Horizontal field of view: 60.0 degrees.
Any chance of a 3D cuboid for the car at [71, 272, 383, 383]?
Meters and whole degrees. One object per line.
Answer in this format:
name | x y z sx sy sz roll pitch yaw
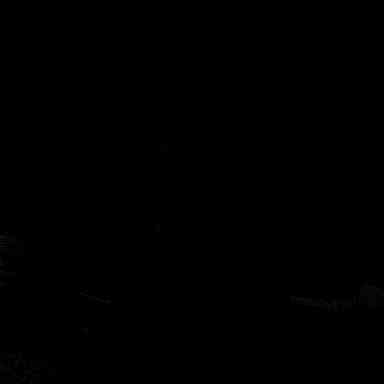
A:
car | 0.860 1.526 3.074 4.674 1.442 1.812 0 0 36
